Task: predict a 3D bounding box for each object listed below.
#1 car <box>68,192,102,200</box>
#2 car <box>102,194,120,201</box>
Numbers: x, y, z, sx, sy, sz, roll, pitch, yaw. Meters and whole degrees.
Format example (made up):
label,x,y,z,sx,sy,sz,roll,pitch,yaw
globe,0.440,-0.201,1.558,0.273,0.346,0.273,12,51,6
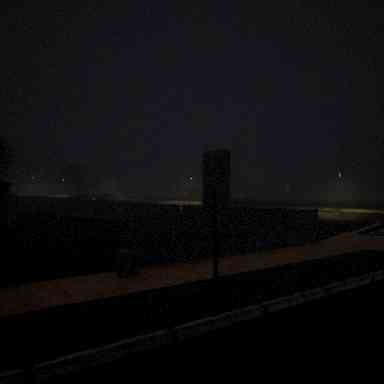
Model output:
label,x,y,z,sx,sy,sz,roll,pitch,yaw
car,-13.780,0.900,41.640,4.553,1.767,2.097,1,2,44
car,-11.275,0.997,43.742,4.902,1.511,2.128,1,2,44
